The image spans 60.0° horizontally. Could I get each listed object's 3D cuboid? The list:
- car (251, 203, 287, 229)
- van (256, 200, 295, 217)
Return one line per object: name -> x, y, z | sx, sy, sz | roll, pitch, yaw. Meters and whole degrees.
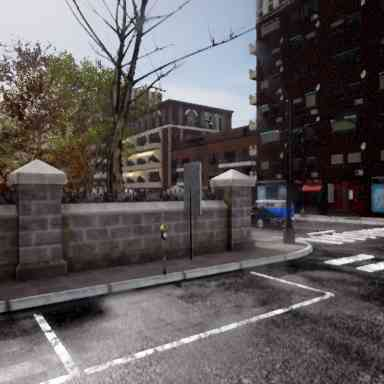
car -> 4.496, 1.767, 24.237 | 1.837, 1.490, 4.892 | 0, -1, -36
van -> 7.317, 1.634, 30.201 | 1.690, 1.788, 3.998 | -1, 0, -36
